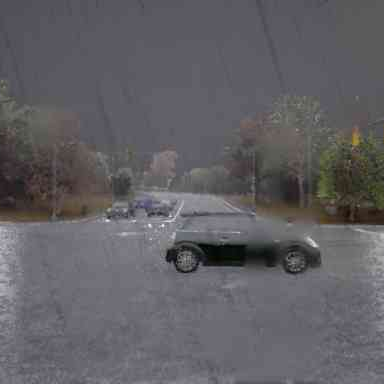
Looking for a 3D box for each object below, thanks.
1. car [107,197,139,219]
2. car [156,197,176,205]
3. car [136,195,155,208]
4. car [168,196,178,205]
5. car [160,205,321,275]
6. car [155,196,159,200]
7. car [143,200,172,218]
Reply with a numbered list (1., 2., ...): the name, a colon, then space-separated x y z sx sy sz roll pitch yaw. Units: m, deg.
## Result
1. car: -7.127 1.723 33.834 2.097 1.767 4.553 0 0 1
2. car: -3.571 1.825 45.839 1.812 1.442 4.674 0 1 0
3. car: -7.069 1.497 47.174 2.150 2.045 5.566 0 1 0
4. car: -3.522 1.483 58.071 1.837 1.490 4.892 0 3 1
5. car: 1.492 1.413 10.240 4.553 1.767 2.097 0 -1 2
6. car: -6.979 1.427 62.539 1.895 1.301 4.718 0 2 0
7. car: -3.586 1.923 35.827 2.033 1.411 5.357 0 0 0
